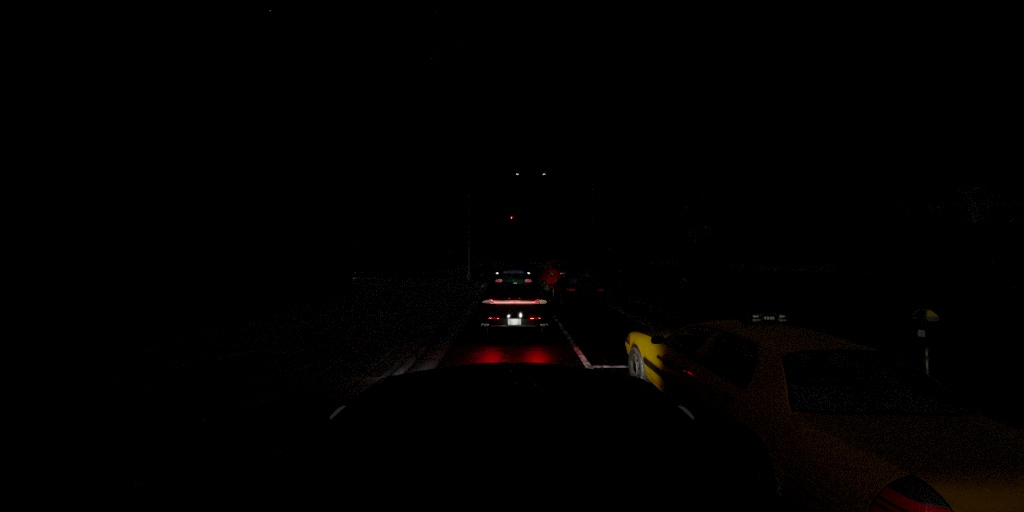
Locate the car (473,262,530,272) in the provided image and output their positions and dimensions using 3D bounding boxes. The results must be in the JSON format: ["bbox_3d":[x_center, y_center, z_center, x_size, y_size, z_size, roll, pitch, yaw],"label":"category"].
[{"bbox_3d":[-1.046,1.382,31.787,4.718,1.301,1.895,0,0,0],"label":"car"}]

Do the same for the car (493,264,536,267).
[{"bbox_3d":[0.060,1.325,19.297,1.994,1.385,4.181,0,0,-1],"label":"car"}]

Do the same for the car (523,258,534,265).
[{"bbox_3d":[2.719,1.356,46.607,1.888,1.381,4.507,0,0,0],"label":"car"}]

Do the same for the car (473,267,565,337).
[{"bbox_3d":[0.080,1.245,10.352,2.128,1.511,4.902,0,0,1],"label":"car"}]

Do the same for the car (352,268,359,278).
[{"bbox_3d":[-15.860,1.301,31.767,4.181,1.385,1.994,0,-1,0],"label":"car"}]

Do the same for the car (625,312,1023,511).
[{"bbox_3d":[2.643,1.276,4.000,1.751,1.417,4.829,0,0,0],"label":"car"}]

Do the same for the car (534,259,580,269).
[{"bbox_3d":[2.671,1.076,20.177,2.192,1.841,5.009,0,0,0],"label":"car"}]

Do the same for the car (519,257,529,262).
[{"bbox_3d":[2.748,1.403,62.918,1.888,1.381,4.507,0,0,0],"label":"car"}]

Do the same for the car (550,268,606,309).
[{"bbox_3d":[2.662,1.338,14.728,1.802,1.307,4.207,0,0,0],"label":"car"}]
